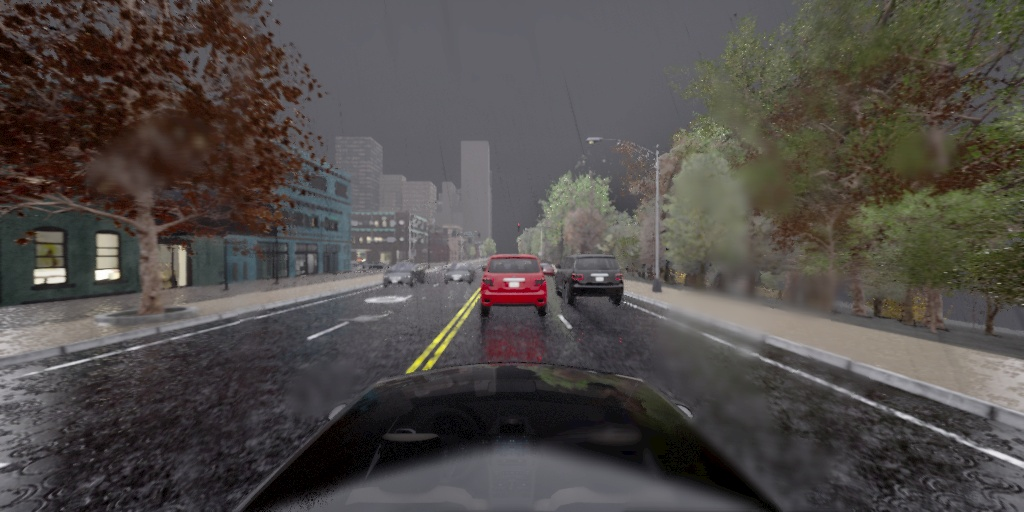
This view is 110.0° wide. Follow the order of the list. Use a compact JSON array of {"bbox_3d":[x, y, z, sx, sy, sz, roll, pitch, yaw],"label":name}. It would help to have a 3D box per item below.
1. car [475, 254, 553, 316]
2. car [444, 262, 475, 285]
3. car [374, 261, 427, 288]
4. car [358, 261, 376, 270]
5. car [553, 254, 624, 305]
[{"bbox_3d":[0.030,0.949,13.449,2.150,2.045,5.566,0,0,-1],"label":"car"},{"bbox_3d":[-3.599,1.199,25.428,2.128,1.511,4.902,0,0,-1],"label":"car"},{"bbox_3d":[-6.814,1.204,23.202,2.128,1.511,4.902,0,0,-1],"label":"car"},{"bbox_3d":[-20.685,1.474,55.017,4.313,1.339,1.948,0,0,-1],"label":"car"},{"bbox_3d":[3.248,0.944,16.001,2.150,2.045,5.566,0,0,0],"label":"car"}]
